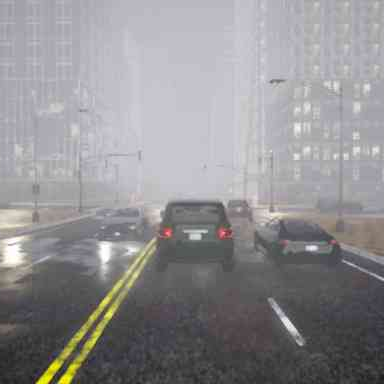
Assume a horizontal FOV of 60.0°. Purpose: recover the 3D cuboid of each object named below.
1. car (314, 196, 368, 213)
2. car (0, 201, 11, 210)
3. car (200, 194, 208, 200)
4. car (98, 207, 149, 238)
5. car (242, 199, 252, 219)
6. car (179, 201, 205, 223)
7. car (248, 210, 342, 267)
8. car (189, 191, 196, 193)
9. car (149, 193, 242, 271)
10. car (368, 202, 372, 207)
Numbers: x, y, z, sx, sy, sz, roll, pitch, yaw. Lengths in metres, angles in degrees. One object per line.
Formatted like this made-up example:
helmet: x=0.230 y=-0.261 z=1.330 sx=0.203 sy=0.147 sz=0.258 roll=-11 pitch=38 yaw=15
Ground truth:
car: x=16.187 y=1.420 z=36.966 sx=5.009 sy=1.841 sz=2.192 roll=1 pitch=1 yaw=1
car: x=-22.740 y=1.326 z=37.480 sx=4.313 sy=1.339 sz=1.947 roll=1 pitch=1 yaw=1
car: x=3.216 y=1.210 z=88.167 sx=1.812 sy=1.442 sz=4.674 roll=0 pitch=0 yaw=0
car: x=-3.342 y=1.496 z=17.553 sx=2.033 sy=1.411 sz=5.357 roll=0 pitch=0 yaw=0
car: x=3.340 y=1.274 z=25.762 sx=2.097 sy=1.767 sz=4.553 roll=0 pitch=0 yaw=0
car: x=0.088 y=1.448 z=25.393 sx=1.812 sy=1.442 sz=4.674 roll=0 pitch=0 yaw=2
car: x=3.344 y=1.531 z=11.289 sx=1.994 sy=1.385 sz=4.181 roll=0 pitch=0 yaw=0
car: x=-0.034 y=1.210 z=88.167 sx=1.812 sy=1.442 sz=4.674 roll=0 pitch=0 yaw=0
car: x=0.094 y=1.190 z=10.895 sx=2.150 sy=2.045 sz=5.566 roll=0 pitch=0 yaw=0
car: x=21.793 y=1.521 z=45.255 sx=4.829 sy=1.417 sz=1.752 roll=1 pitch=1 yaw=1
